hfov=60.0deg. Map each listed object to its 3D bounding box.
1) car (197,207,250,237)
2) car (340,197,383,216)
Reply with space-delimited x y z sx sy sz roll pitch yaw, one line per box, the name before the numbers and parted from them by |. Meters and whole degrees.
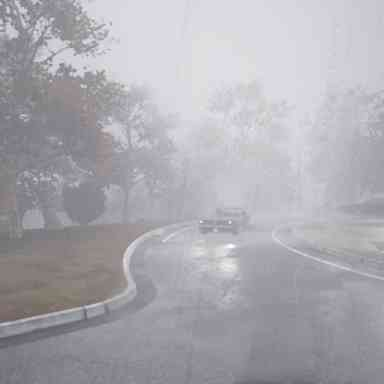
car | 1.830 1.511 17.929 1.895 1.301 4.718 0 0 20
car | 15.765 1.245 29.516 5.008 1.535 1.882 0 0 -2
